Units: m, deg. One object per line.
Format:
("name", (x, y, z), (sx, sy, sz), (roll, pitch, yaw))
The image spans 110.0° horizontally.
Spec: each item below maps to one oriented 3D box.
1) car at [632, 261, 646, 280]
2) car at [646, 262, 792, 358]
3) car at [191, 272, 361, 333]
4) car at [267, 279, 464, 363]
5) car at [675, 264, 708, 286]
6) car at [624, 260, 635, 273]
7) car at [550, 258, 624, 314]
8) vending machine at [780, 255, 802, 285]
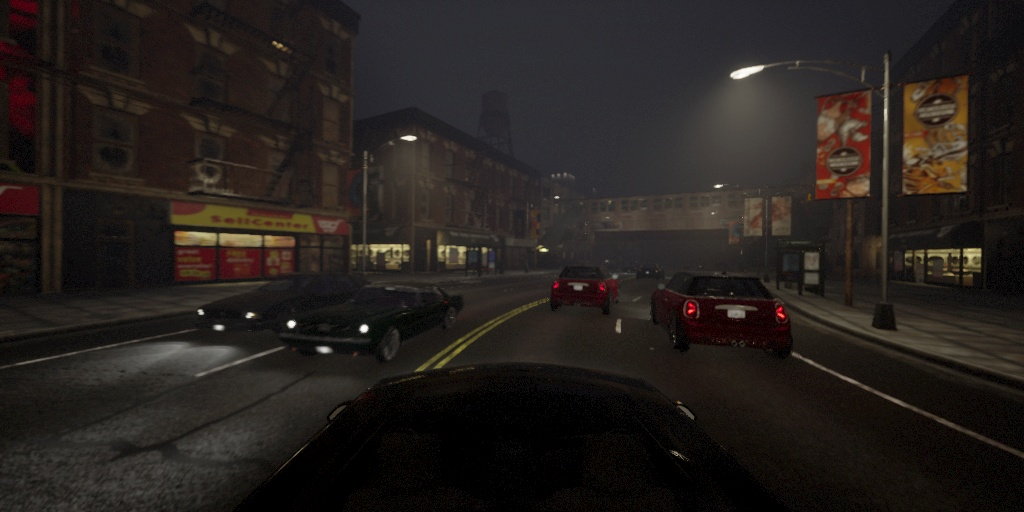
("car", (12.451, 1.386, 32.174), (1.994, 1.385, 4.181), (1, 0, 29))
("car", (4.853, 1.144, 9.025), (2.097, 1.767, 4.553), (1, 0, 14))
("car", (-5.832, 1.193, 10.472), (2.033, 1.411, 5.357), (1, 0, 14))
("car", (-2.752, 1.294, 8.280), (1.895, 1.301, 4.718), (1, 0, 12))
("car", (13.999, 1.404, 27.770), (2.033, 1.411, 5.357), (1, 0, 29))
("car", (15.058, 1.366, 44.515), (2.033, 1.411, 5.357), (1, 0, 29))
("car", (3.034, 1.104, 14.211), (2.097, 1.767, 4.553), (1, 0, 21))
("vending machine", (24.098, 1.177, 30.983), (1.100, 2.100, 0.880), (0, 0, 29))
